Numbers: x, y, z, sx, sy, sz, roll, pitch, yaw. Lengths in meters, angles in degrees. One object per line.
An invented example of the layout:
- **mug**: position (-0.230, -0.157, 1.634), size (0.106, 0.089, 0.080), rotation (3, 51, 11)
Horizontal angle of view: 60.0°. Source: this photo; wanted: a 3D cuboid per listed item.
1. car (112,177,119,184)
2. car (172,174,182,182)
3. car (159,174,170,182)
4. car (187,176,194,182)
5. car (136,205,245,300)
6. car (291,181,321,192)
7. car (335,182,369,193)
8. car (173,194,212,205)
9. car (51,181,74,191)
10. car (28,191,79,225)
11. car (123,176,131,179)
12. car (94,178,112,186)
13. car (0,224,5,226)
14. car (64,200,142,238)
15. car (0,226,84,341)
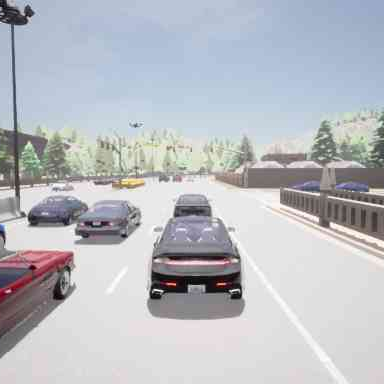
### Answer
- **car**: position (-17.877, -2.615, 75.921), size (2.033, 1.411, 5.357), rotation (0, 3, 0)
- **car**: position (-3.934, -3.607, 86.986), size (2.150, 2.045, 5.566), rotation (0, 3, 0)
- **car**: position (-7.434, -3.605, 86.968), size (2.150, 2.045, 5.566), rotation (0, 3, 0)
- **car**: position (-0.447, -3.452, 89.659), size (1.812, 1.442, 4.674), rotation (0, 3, 0)
- **car**: position (0.068, 1.328, 8.024), size (2.128, 1.511, 4.902), rotation (0, 2, 0)
- **car**: position (15.003, -0.614, 42.218), size (4.674, 1.442, 1.812), rotation (0, 3, 2)
- **car**: position (18.039, -0.399, 38.624), size (4.674, 1.442, 1.812), rotation (0, 3, 2)
- **car**: position (0.026, 0.817, 17.446), size (1.882, 1.535, 5.008), rotation (0, 3, -1)
- **car**: position (-17.818, -0.832, 45.867), size (1.812, 1.442, 4.674), rotation (0, 3, 0)
- **car**: position (-6.979, 0.880, 17.785), size (1.994, 1.385, 4.181), rotation (0, 3, 0)
- **car**: position (-17.959, -3.894, 91.875), size (1.812, 1.442, 4.674), rotation (0, 3, 0)
- **car**: position (-17.835, -1.922, 65.367), size (1.895, 1.301, 4.718), rotation (0, 3, 0)
- **car**: position (-6.936, 1.283, 8.813), size (1.882, 1.535, 5.008), rotation (0, 2, 0)
- **car**: position (-3.465, 1.051, 14.607), size (2.033, 1.411, 5.357), rotation (0, 3, 0)
- **car**: position (-3.420, 1.528, 5.092), size (1.895, 1.301, 4.718), rotation (0, 1, 0)
